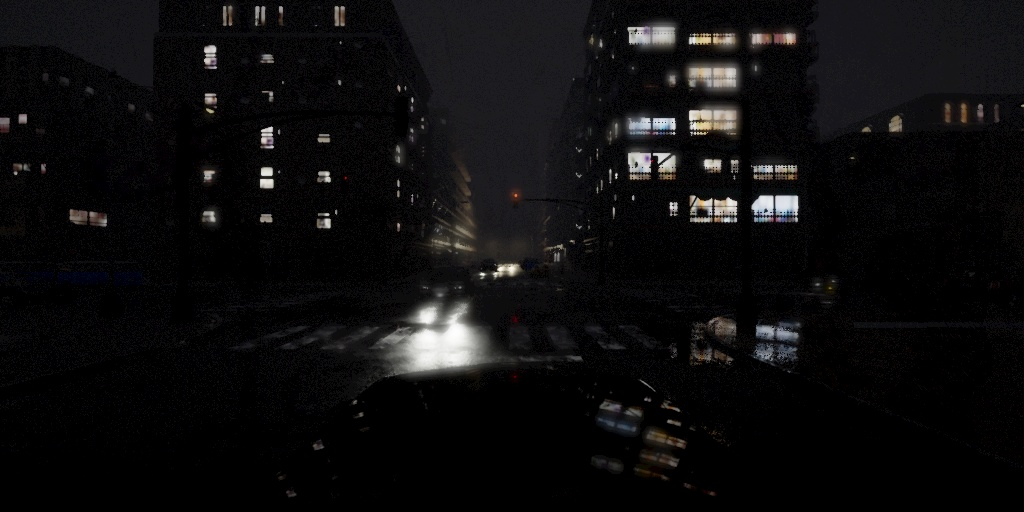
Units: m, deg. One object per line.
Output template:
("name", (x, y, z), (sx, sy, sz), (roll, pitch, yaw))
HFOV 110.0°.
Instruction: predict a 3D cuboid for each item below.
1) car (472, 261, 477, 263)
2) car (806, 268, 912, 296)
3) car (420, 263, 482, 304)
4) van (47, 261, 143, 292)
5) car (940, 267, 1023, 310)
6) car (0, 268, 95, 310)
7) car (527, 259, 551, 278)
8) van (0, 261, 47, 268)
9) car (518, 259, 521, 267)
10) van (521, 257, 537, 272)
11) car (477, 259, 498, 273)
("car", (-5.423, 1.363, 53.006), (1.802, 1.307, 4.207), (0, 0, 0))
("car", (17.874, 1.296, 18.599), (4.181, 1.385, 1.994), (0, -1, 1))
("car", (-2.780, 1.246, 16.306), (2.128, 1.511, 4.902), (0, 0, 0))
("van", (-24.850, 1.189, 21.631), (3.998, 1.789, 1.690), (0, 0, 1))
("car", (18.665, 1.102, 13.164), (4.097, 1.591, 1.967), (0, 0, 1))
("car", (-19.362, 1.289, 13.677), (4.403, 1.370, 2.007), (0, 0, 1))
("car", (2.628, 1.287, 33.594), (1.751, 1.417, 4.829), (0, 0, 0))
("van", (-30.444, 1.200, 21.706), (3.998, 1.789, 1.690), (0, 0, 1))
("car", (2.458, 1.096, 53.081), (2.192, 1.841, 5.009), (0, 0, 0))
("van", (2.502, 1.116, 47.427), (1.690, 1.789, 3.998), (0, 0, 0))
("car", (-2.840, 1.118, 44.760), (2.097, 1.767, 4.553), (0, 0, 0))
